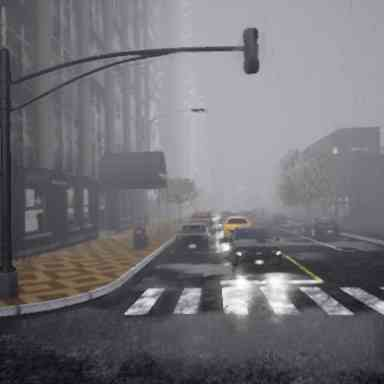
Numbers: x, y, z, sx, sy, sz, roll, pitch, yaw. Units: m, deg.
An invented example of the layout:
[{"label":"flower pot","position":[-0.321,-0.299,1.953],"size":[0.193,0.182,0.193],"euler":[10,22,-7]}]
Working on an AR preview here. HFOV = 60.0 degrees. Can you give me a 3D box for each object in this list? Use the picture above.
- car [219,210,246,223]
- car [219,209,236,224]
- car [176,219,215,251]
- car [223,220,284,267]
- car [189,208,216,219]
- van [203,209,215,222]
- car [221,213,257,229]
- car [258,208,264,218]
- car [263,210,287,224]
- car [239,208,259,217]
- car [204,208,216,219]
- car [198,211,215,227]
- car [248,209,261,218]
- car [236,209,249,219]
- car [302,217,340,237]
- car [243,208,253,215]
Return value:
[{"label":"car","position":[3.978,2.955,34.066],"size":[2.128,1.511,4.902],"euler":[-2,-2,4]},{"label":"car","position":[4.811,3.283,45.218],"size":[2.097,1.767,4.553],"euler":[-2,-3,4]},{"label":"car","position":[0.163,2.467,19.019],"size":[1.947,1.339,4.313],"euler":[-2,-3,4]},{"label":"car","position":[2.563,2.184,14.333],"size":[2.033,1.411,5.357],"euler":[-2,-3,4]},{"label":"car","position":[0.915,2.647,29.336],"size":[2.192,1.841,5.009],"euler":[-2,-3,4]},{"label":"van","position":[2.639,3.625,52.116],"size":[1.690,1.788,3.998],"euler":[-2,-3,4]},{"label":"car","position":[3.253,2.520,24.012],"size":[1.882,1.535,5.008],"euler":[-2,-3,4]},{"label":"car","position":[11.387,3.599,57.039],"size":[2.192,1.841,5.009],"euler":[-2,-3,4]},{"label":"car","position":[10.178,3.111,39.747],"size":[2.008,1.369,4.403],"euler":[-2,-3,4]},{"label":"car","position":[8.264,3.531,49.359],"size":[1.837,1.490,4.892],"euler":[-2,-3,4]},{"label":"car","position":[3.424,4.061,63.149],"size":[2.192,1.841,5.009],"euler":[-2,-3,4]},{"label":"car","position":[1.795,3.232,40.356],"size":[1.967,1.590,4.097],"euler":[-2,-3,4]},{"label":"car","position":[11.800,4.047,62.714],"size":[1.752,1.417,4.829],"euler":[-2,-3,4]},{"label":"car","position":[8.991,3.933,59.618],"size":[1.882,1.535,5.008],"euler":[-2,-3,4]},{"label":"car","position":[9.170,2.445,23.925],"size":[2.008,1.369,4.403],"euler":[-2,-3,4]},{"label":"car","position":[13.301,4.685,79.291],"size":[1.882,1.535,5.008],"euler":[-2,-3,4]}]
